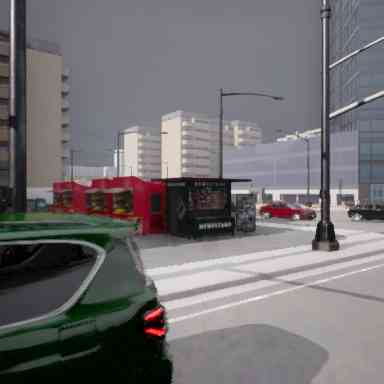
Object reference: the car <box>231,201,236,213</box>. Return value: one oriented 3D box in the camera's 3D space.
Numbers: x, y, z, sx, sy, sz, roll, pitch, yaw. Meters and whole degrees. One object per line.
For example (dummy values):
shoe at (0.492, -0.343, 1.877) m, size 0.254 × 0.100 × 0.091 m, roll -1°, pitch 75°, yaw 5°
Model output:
car at (5.165, 1.773, 37.906) m, size 1.812 × 1.442 × 4.674 m, roll 0°, pitch -1°, yaw -36°

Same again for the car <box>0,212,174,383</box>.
car at (-2.761, 1.221, 1.998) m, size 5.566 × 2.045 × 2.150 m, roll 0°, pitch 0°, yaw -35°

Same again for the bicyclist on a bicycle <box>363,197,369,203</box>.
bicyclist on a bicycle at (22.211, 1.463, 42.457) m, size 1.656 × 1.620 × 0.582 m, roll 0°, pitch 0°, yaw -36°

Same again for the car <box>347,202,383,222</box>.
car at (14.384, 1.571, 25.196) m, size 1.837 × 1.490 × 4.892 m, roll 0°, pitch -1°, yaw -36°

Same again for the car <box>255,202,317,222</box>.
car at (8.015, 1.602, 28.011) m, size 1.882 × 1.535 × 5.008 m, roll 0°, pitch 0°, yaw -36°
